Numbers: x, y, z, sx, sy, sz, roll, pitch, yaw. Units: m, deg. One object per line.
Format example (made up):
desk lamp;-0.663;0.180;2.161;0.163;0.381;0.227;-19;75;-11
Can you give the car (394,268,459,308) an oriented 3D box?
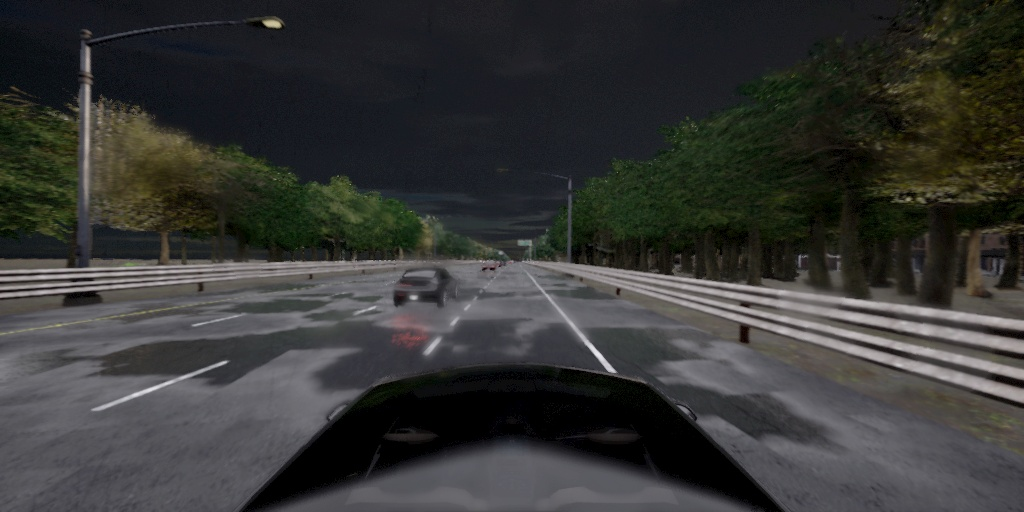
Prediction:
car;-3.463;1.227;15.106;1.837;1.490;4.892;1;0;0

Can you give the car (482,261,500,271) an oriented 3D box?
car;-3.257;1.536;52.268;1.895;1.301;4.718;1;-1;0
